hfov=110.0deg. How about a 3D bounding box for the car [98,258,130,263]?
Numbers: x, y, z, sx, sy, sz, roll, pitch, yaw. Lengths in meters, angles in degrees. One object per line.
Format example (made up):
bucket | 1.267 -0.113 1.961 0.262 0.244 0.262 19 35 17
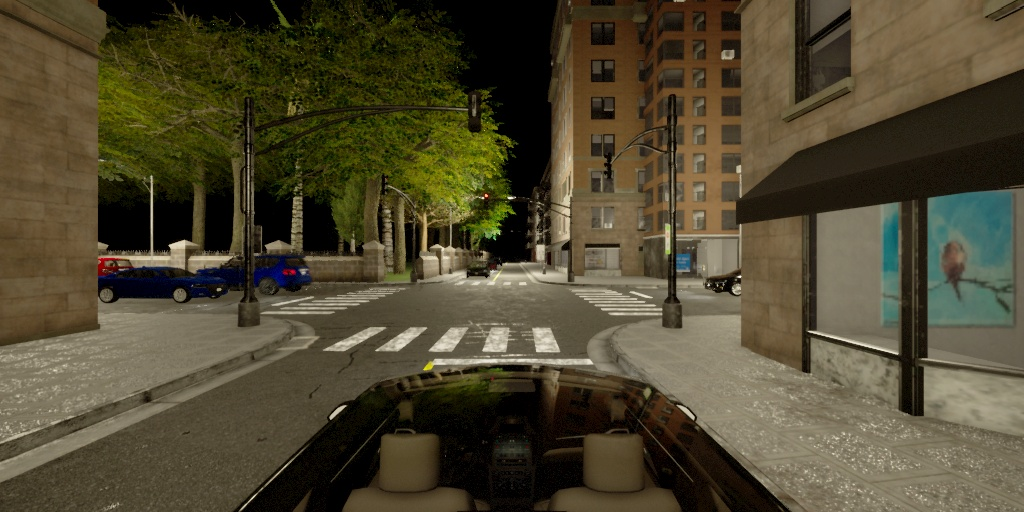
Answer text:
car | -25.923 1.035 21.800 5.009 1.841 2.192 0 0 1

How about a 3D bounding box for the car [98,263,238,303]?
car | -15.472 1.212 15.883 5.008 1.535 1.882 0 0 0

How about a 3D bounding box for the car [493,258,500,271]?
car | -3.034 1.266 48.259 1.994 1.385 4.181 0 0 0

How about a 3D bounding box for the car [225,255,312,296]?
car | -13.498 0.958 18.749 5.566 2.045 2.150 0 0 2

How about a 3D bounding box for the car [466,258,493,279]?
car | -3.033 1.208 32.544 1.882 1.535 5.008 0 0 -1

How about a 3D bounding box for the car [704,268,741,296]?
car | 12.689 1.271 18.705 4.892 1.490 1.837 0 0 1
